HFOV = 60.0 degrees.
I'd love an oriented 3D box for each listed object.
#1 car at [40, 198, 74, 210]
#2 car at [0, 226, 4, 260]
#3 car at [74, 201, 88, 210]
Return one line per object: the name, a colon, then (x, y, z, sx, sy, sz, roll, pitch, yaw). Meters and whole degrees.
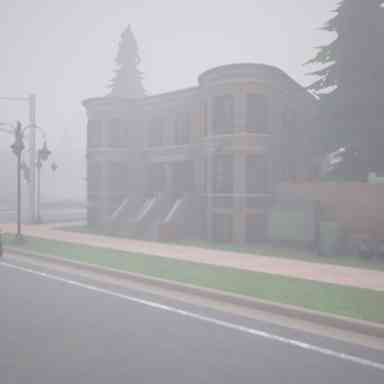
car: (-15.198, 1.356, 38.542, 1.895, 1.301, 4.718, 0, 0, 34)
car: (-7.433, 1.142, 9.269, 5.566, 2.045, 2.150, 1, 0, 36)
car: (-11.075, 1.342, 38.618, 1.994, 1.385, 4.181, 0, 0, 32)
